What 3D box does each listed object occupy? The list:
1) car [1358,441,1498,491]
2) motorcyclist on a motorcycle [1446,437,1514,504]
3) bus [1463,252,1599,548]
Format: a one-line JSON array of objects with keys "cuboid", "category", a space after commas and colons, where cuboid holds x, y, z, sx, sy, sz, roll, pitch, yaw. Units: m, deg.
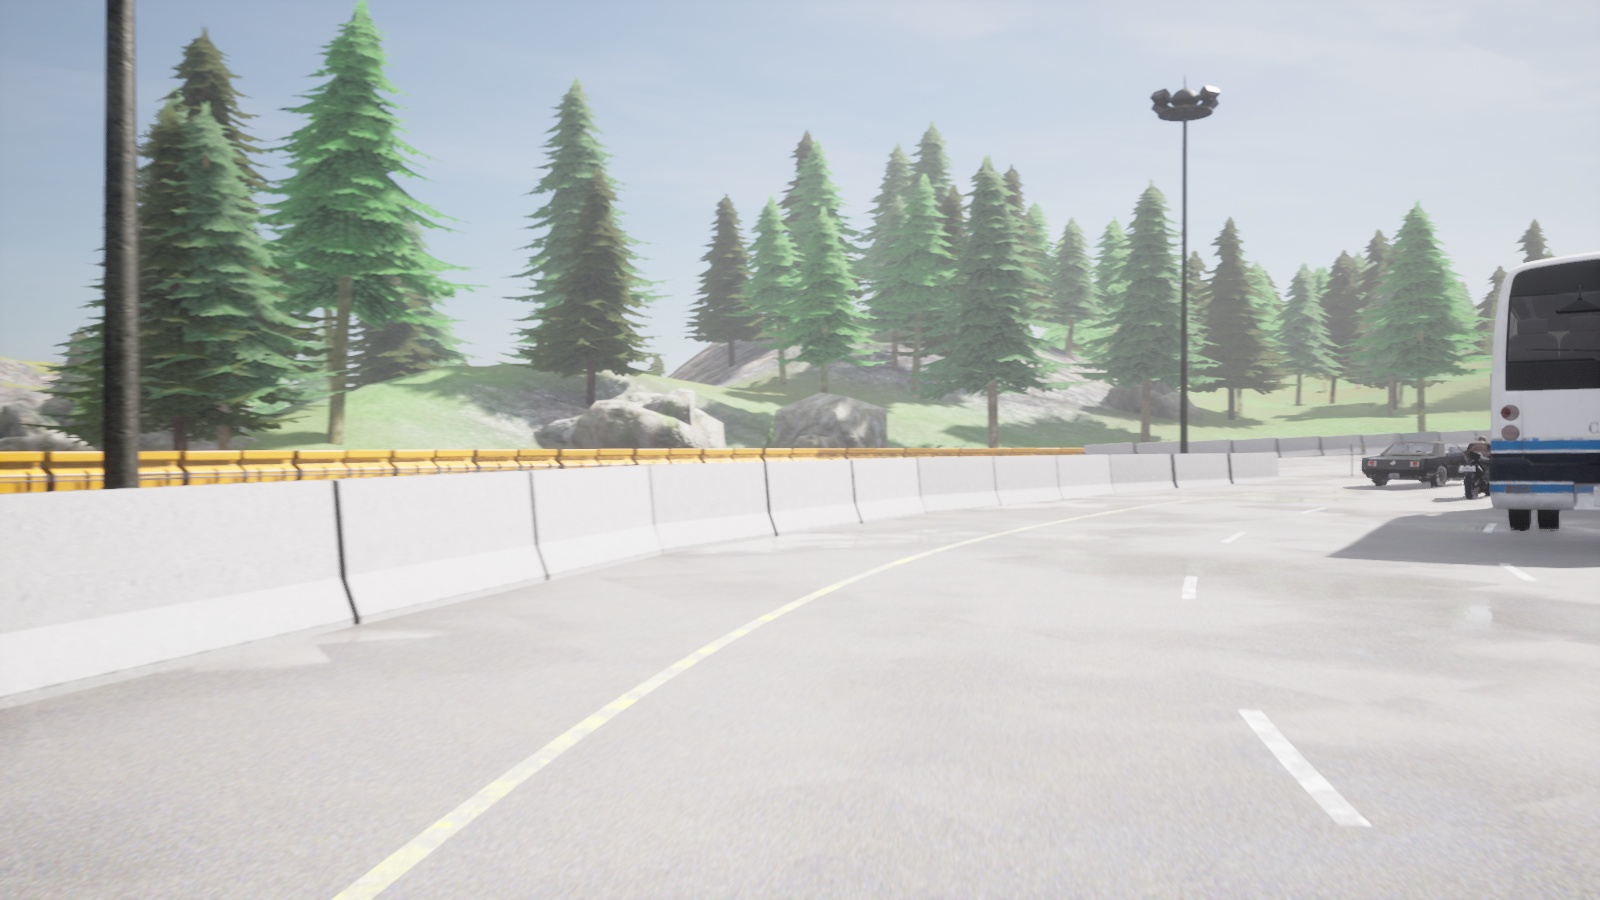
[{"cuboid": [18.322, 0.420, 36.557, 4.718, 1.301, 1.895, -1, 1, -40], "category": "car"}, {"cuboid": [16.239, 0.458, 29.963, 0.866, 1.530, 2.191, 1, 1, 43], "category": "motorcyclist on a motorcycle"}, {"cuboid": [14.435, -0.826, 22.307, 3.944, 4.253, 10.273, 0, 1, 32], "category": "bus"}]
